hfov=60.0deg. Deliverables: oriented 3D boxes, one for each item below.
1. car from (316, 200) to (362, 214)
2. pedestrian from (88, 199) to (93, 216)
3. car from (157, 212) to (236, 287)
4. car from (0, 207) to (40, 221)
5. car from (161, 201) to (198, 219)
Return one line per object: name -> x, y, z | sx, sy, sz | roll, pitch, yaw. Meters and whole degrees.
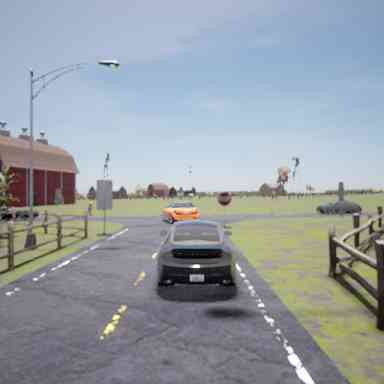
car -> 14.808, 1.485, 33.612 | 4.181, 1.385, 1.994 | -1, -1, -3
pedestrian -> -11.152, 1.683, 36.545 | 0.375, 1.860, 0.375 | 0, 0, 4
car -> 0.111, 1.558, 9.435 | 1.837, 1.490, 4.892 | 0, 0, 0
car -> -16.783, 2.008, 31.080 | 4.718, 1.301, 1.895 | -1, -1, 6
car -> -0.987, 1.490, 25.770 | 2.097, 1.767, 4.553 | 0, 0, -16
